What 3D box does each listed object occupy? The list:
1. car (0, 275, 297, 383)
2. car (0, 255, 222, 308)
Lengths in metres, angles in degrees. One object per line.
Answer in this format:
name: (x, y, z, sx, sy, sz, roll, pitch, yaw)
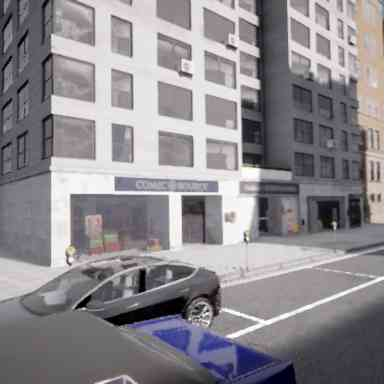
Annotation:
car: (-1.409, 1.724, 2.173, 4.718, 1.301, 1.895, 1, -3, -40)
car: (-1.370, 1.818, 5.529, 4.313, 1.339, 1.947, 1, -3, -40)
